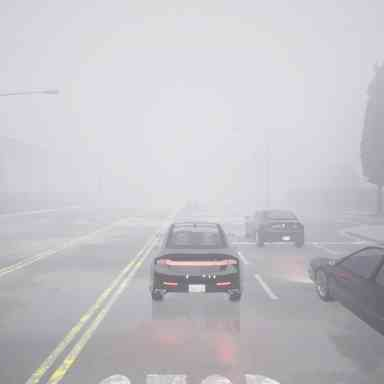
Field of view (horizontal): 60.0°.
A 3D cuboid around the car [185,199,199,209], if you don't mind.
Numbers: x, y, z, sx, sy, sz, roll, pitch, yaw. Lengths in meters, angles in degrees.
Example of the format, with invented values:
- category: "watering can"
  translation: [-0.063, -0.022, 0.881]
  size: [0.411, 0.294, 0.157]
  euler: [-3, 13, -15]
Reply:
- category: "car"
  translation: [0.010, 1.601, 44.132]
  size: [1.895, 1.301, 4.718]
  euler: [0, 0, 0]

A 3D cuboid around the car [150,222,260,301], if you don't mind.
- category: "car"
  translation: [0.083, 1.492, 8.313]
  size: [2.128, 1.511, 4.902]
  euler: [0, 0, 0]

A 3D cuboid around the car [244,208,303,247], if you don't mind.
- category: "car"
  translation: [3.568, 1.505, 15.014]
  size: [1.837, 1.490, 4.892]
  euler: [0, 0, 0]

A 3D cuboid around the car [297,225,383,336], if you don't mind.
- category: "car"
  translation: [3.589, 1.547, 5.267]
  size: [2.033, 1.411, 5.357]
  euler: [0, 0, 0]
